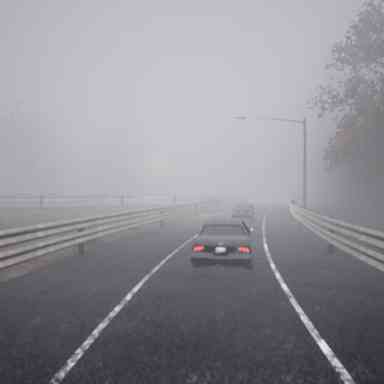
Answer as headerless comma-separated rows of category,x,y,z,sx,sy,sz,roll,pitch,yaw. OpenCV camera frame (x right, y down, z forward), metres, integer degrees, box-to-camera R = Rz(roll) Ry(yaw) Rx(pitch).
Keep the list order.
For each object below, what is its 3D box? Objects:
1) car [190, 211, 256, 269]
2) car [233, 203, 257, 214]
car,1.124,1.597,11.385,2.033,1.411,5.357,0,0,8
car,4.488,1.677,28.389,2.033,1.411,5.357,0,0,13
